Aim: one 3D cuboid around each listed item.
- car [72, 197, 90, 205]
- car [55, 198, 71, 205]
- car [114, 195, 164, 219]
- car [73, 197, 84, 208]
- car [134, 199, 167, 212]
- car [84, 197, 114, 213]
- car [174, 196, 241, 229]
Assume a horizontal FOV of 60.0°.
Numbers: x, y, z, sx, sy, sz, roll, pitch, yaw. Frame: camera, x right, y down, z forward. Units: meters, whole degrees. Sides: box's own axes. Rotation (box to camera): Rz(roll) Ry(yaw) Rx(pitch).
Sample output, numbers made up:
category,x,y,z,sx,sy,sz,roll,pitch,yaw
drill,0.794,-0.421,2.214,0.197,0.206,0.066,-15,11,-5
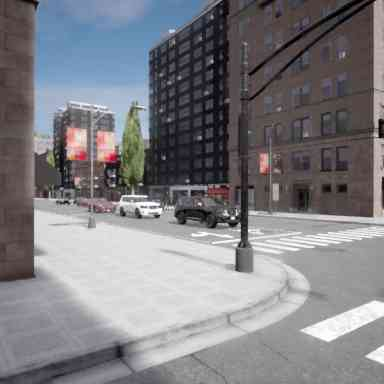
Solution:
category,x,y,z,sx,sy,sz,roll,pitch,yaw
car,-22.136,1.748,66.269,2.128,1.511,4.902,0,0,-36
car,-25.310,1.856,65.113,1.895,1.301,4.718,0,0,-36
car,-4.942,1.325,31.027,2.150,2.045,5.566,0,0,-36
car,-17.283,1.732,53.999,1.812,1.442,4.674,0,0,-36
car,-5.423,1.646,43.131,2.128,1.511,4.902,0,0,-36
car,-10.601,1.492,38.878,2.097,1.767,4.553,0,0,-36
car,0.928,1.286,22.893,2.150,2.045,5.566,0,0,-36
